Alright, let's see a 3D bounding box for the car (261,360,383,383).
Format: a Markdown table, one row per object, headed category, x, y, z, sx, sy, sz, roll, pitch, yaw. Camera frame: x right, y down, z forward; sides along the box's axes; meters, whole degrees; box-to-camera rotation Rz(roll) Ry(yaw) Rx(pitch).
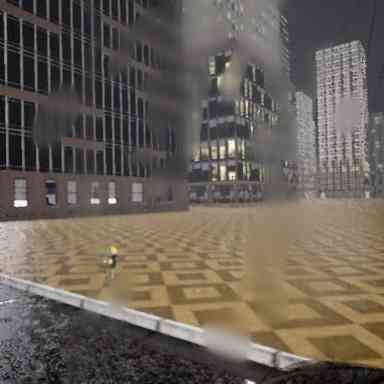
| category | x | y | z | sx | sy | sz | roll | pitch | yaw |
| --- | --- | --- | --- | --- | --- | --- | --- | --- | --- |
| car | 2.076 | 1.556 | 1.372 | 4.313 | 1.339 | 1.947 | -1 | -2 | 36 |
